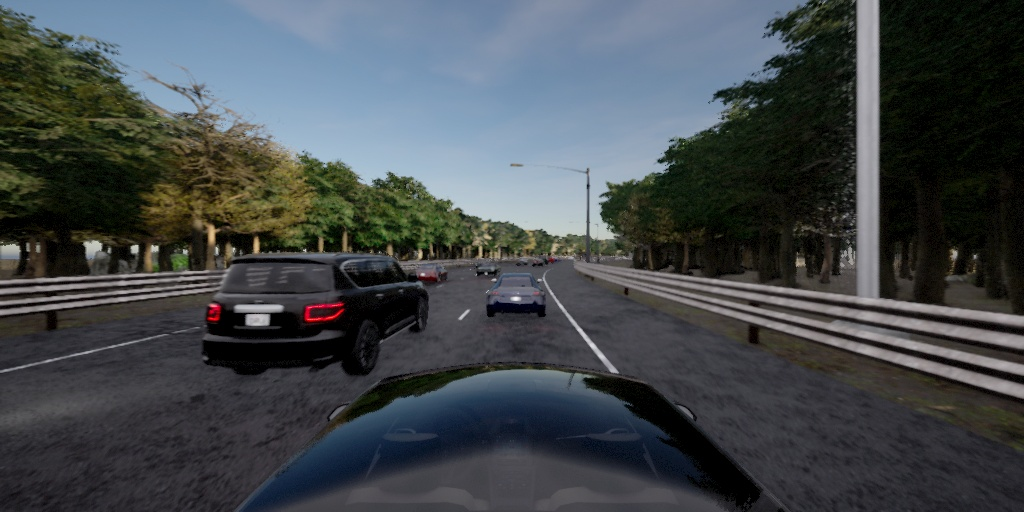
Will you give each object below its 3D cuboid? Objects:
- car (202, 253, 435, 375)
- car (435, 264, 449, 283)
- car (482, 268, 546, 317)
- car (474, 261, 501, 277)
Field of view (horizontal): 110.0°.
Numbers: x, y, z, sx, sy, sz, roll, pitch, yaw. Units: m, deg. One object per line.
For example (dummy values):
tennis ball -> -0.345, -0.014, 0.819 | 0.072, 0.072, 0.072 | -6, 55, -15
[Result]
car -> -3.424, 0.963, 7.589 | 2.150, 2.045, 5.566 | 0, 0, 1
car -> -6.164, 1.286, 27.270 | 1.994, 1.385, 4.181 | 0, 0, 3
car -> 0.178, 1.309, 13.231 | 1.994, 1.385, 4.181 | 0, 0, 2
car -> -2.204, 1.327, 35.536 | 1.895, 1.301, 4.718 | 0, 0, 5
